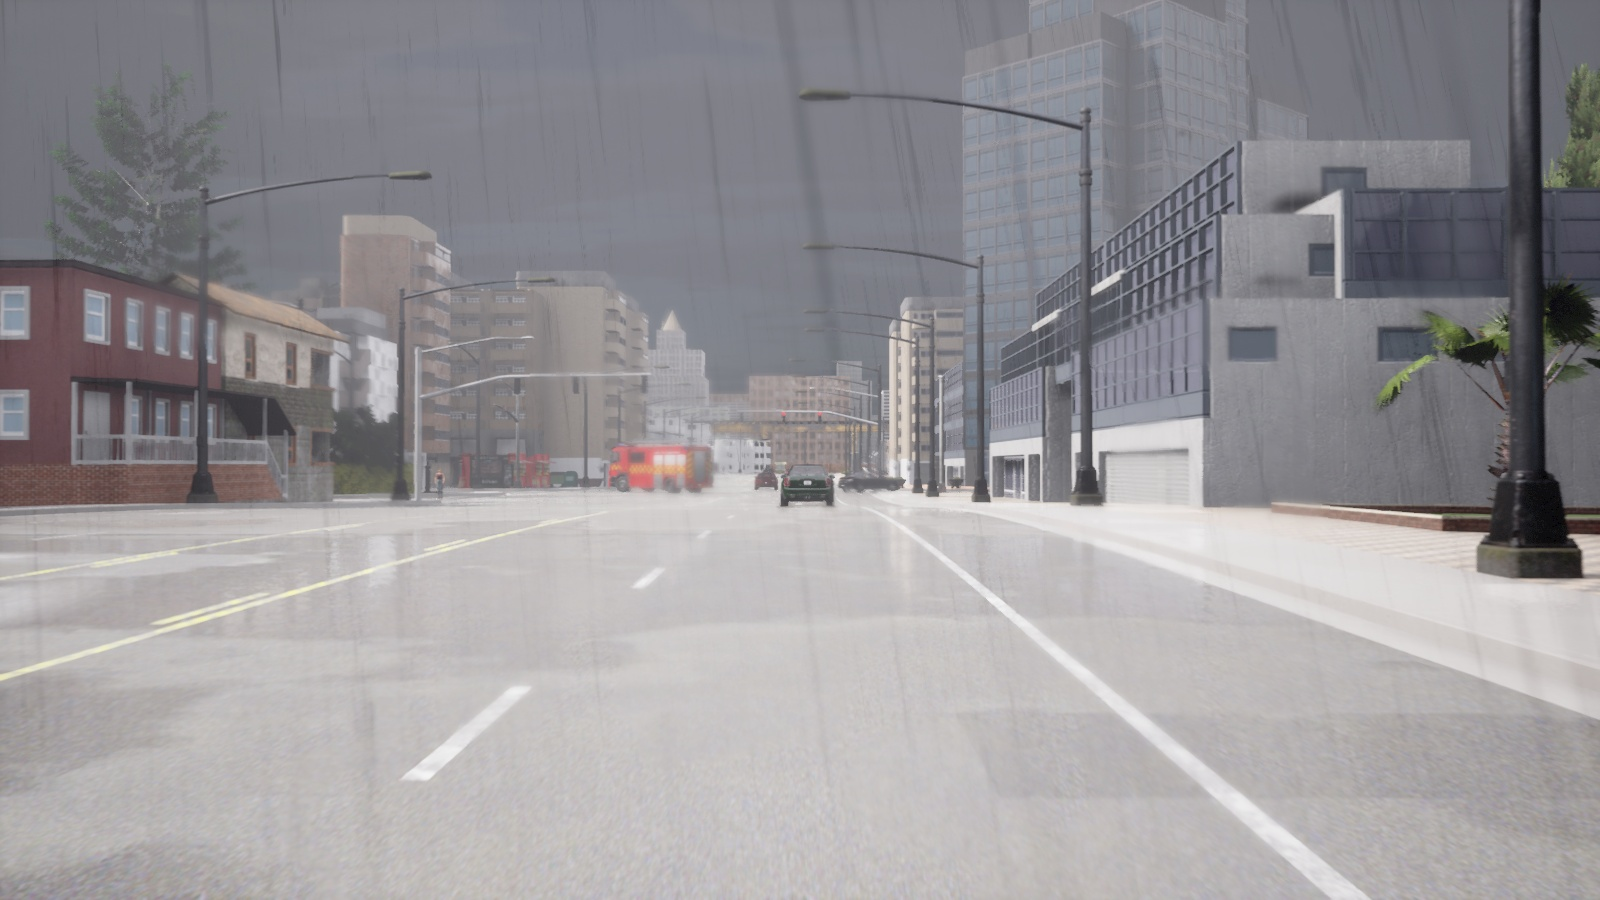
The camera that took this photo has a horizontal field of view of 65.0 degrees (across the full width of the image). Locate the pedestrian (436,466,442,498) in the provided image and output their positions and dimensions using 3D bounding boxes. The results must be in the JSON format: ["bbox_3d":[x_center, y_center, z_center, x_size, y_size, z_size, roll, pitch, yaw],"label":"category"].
[{"bbox_3d":[-20.971,1.875,72.970,0.345,1.836,0.594,0,-1,-15],"label":"pedestrian"}]

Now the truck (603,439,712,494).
[{"bbox_3d":[-10.542,1.220,92.307,8.468,3.827,2.891,-1,-1,40],"label":"truck"}]

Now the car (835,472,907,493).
[{"bbox_3d":[5.103,2.327,90.412,4.902,1.511,2.128,1,-1,-36],"label":"car"}]

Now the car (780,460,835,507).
[{"bbox_3d":[0.299,1.371,50.016,2.097,1.767,4.553,0,-2,0],"label":"car"}]
